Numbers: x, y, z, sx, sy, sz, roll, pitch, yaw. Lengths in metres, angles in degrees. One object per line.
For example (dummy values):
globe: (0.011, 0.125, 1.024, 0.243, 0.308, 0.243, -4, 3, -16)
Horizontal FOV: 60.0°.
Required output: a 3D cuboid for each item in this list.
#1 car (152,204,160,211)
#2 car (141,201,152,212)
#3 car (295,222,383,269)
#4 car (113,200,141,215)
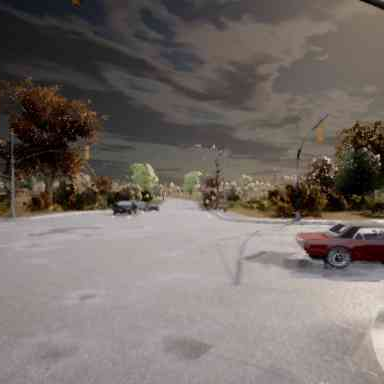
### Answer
car: (-7.072, 2.875, 61.493, 2.033, 1.411, 5.357, 0, -3, 0)
car: (-7.129, 2.067, 46.403, 1.837, 1.490, 4.892, 0, -3, 0)
car: (5.791, 1.622, 10.409, 4.718, 1.301, 1.895, 0, 0, 9)
car: (-7.134, 1.659, 36.021, 1.882, 1.535, 5.008, 0, -2, 1)
